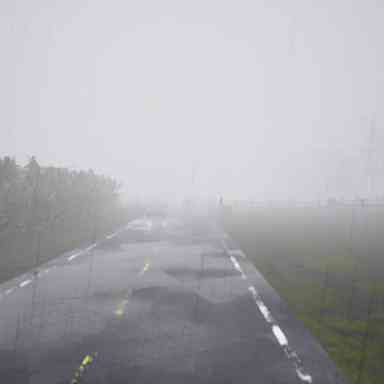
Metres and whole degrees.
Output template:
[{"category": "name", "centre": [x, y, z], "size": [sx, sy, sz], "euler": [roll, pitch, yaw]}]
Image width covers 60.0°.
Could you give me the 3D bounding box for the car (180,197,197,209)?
[{"category": "car", "centre": [-0.365, 1.628, 44.969], "size": [1.895, 1.301, 4.718], "euler": [0, 0, -2]}]

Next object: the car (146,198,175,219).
[{"category": "car", "centre": [-2.885, 1.561, 29.422], "size": [2.033, 1.411, 5.357], "euler": [0, 0, 0]}]

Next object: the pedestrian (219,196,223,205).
[{"category": "pedestrian", "centre": [2.776, 1.292, 32.257], "size": [0.375, 1.860, 0.375], "euler": [0, 0, -2]}]

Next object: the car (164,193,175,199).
[{"category": "car", "centre": [-4.858, 1.292, 70.783], "size": [2.150, 2.045, 5.566], "euler": [0, 0, -5]}]

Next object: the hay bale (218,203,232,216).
[{"category": "hay bale", "centre": [3.086, 1.670, 31.438], "size": [1.220, 1.180, 1.240], "euler": [0, 0, -1]}]

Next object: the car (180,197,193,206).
[{"category": "car", "centre": [-0.944, 1.549, 56.061], "size": [1.837, 1.490, 4.892], "euler": [0, 0, -4]}]
